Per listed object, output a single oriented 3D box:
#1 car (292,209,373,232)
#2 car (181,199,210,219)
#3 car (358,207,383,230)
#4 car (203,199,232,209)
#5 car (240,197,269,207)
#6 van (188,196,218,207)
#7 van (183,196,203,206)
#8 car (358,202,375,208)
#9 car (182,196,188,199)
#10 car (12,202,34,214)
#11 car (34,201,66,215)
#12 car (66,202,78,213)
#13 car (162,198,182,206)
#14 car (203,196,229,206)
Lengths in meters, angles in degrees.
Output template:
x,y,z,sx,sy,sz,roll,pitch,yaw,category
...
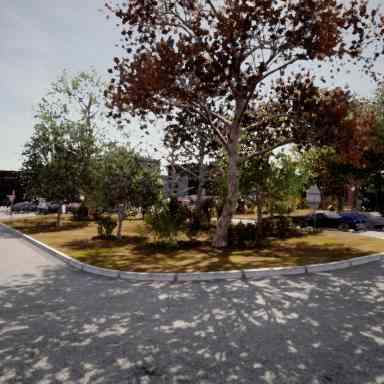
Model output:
x,y,z,sx,sy,sz,roll,pitch,yaw,category
9.418,1.987,22.920,1.895,1.301,4.718,3,-3,-38,car
-0.192,2.015,36.342,2.097,1.767,4.553,3,-2,-35,car
12.088,2.052,24.722,2.033,1.411,5.357,3,-3,-41,car
4.314,2.001,56.437,1.946,1.575,5.366,1,0,-36,car
10.996,1.861,61.501,2.435,2.045,5.566,1,-1,-36,car
1.870,1.756,55.053,1.878,1.987,4.442,1,0,-36,van
0.211,1.820,68.680,1.878,1.987,4.442,1,-1,-36,van
33.984,2.386,63.509,2.150,2.045,5.566,2,-1,-14,car
-2.306,1.884,66.977,2.185,1.767,4.553,1,0,-36,car
-21.406,2.094,44.376,4.892,1.490,1.837,-1,0,-35,car
-17.518,1.931,40.962,2.185,1.767,4.553,-1,0,-35,car
-14.968,2.069,42.849,2.002,1.452,4.674,-1,0,-36,car
-4.803,1.983,65.449,1.946,1.575,5.366,1,0,-36,car
5.184,1.889,72.370,2.435,2.045,5.566,1,-1,-36,car
